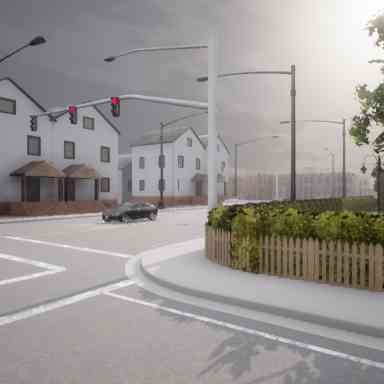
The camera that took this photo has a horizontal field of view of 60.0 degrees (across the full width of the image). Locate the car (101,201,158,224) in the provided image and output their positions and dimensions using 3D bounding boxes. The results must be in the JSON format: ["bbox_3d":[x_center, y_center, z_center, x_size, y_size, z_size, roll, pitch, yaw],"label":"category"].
[{"bbox_3d":[-4.596,1.504,25.158,1.837,1.490,4.892,0,0,35],"label":"car"}]

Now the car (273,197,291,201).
[{"bbox_3d":[14.183,1.458,52.181,2.033,1.411,5.357,0,0,35],"label":"car"}]

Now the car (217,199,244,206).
[{"bbox_3d":[4.617,1.525,38.488,1.812,1.442,4.674,0,0,35],"label":"car"}]
